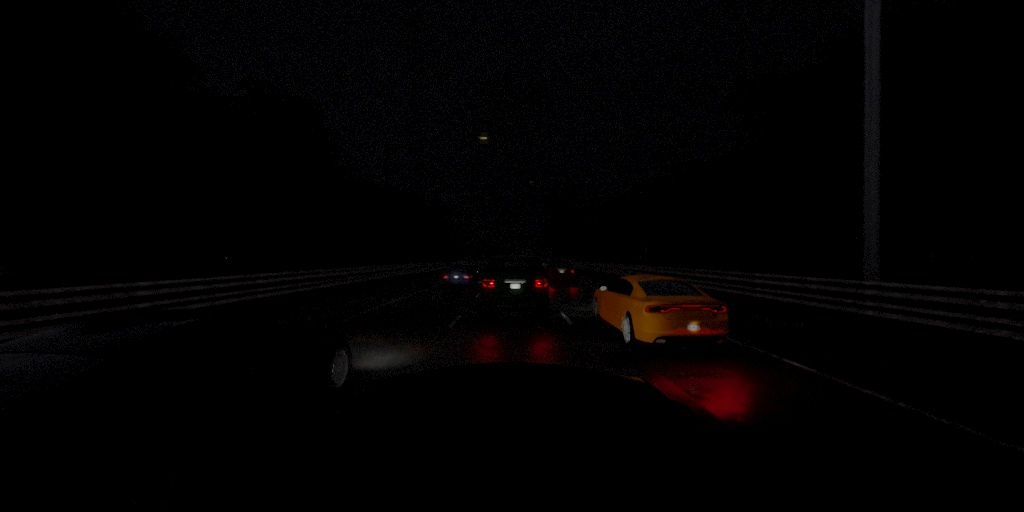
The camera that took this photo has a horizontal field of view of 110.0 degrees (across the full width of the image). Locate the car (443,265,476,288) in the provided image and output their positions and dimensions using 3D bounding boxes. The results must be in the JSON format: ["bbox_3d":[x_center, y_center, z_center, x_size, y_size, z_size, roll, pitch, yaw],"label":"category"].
[{"bbox_3d":[-3.390,1.335,24.317,2.033,1.411,5.357,0,0,0],"label":"car"}]

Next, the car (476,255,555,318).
[{"bbox_3d":[0.097,0.982,13.189,2.150,2.045,5.566,0,0,0],"label":"car"}]

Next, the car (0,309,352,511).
[{"bbox_3d":[-3.415,1.276,3.704,1.812,1.442,4.674,0,0,0],"label":"car"}]

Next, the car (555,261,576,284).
[{"bbox_3d":[3.525,1.139,27.334,2.097,1.767,4.553,0,0,0],"label":"car"}]

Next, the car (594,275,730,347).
[{"bbox_3d":[3.498,1.225,9.385,1.882,1.535,5.008,0,0,0],"label":"car"}]
